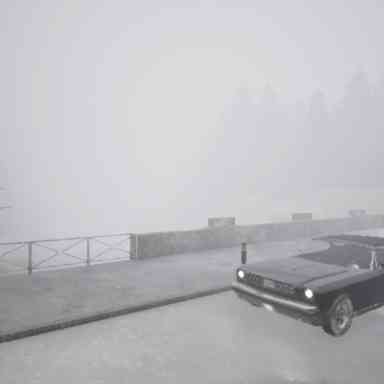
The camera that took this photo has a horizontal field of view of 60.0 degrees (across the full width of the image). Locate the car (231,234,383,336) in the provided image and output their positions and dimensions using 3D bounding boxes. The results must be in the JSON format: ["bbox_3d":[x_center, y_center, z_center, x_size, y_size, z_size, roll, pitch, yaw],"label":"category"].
[{"bbox_3d":[3.067,1.601,6.794,4.718,1.301,1.895,0,0,-36],"label":"car"}]
